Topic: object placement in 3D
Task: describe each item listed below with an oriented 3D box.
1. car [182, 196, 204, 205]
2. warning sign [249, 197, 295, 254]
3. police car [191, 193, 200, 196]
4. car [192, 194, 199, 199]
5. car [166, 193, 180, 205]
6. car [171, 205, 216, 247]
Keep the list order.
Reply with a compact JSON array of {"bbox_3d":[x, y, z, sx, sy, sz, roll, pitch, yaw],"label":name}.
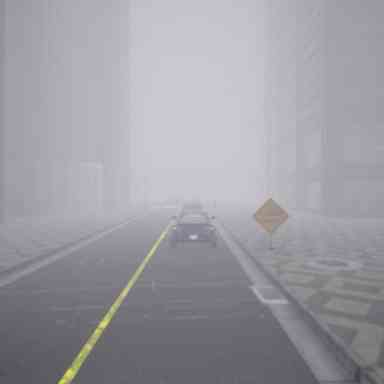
[{"bbox_3d":[0.083,1.431,30.652,1.882,1.535,5.008,0,0,0],"label":"car"},{"bbox_3d":[2.709,1.109,11.437,1.300,1.860,1.060,-1,-1,0],"label":"warning sign"},{"bbox_3d":[0.905,1.138,81.538,1.930,1.638,5.238,0,0,0],"label":"police car"},{"bbox_3d":[0.906,1.177,91.430,1.812,1.442,4.674,0,0,0],"label":"car"},{"bbox_3d":[-3.063,1.353,53.681,2.128,1.511,4.902,0,0,0],"label":"car"},{"bbox_3d":[0.078,1.515,14.846,1.812,1.442,4.674,0,0,0],"label":"car"}]
